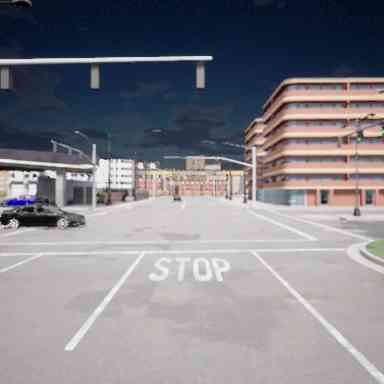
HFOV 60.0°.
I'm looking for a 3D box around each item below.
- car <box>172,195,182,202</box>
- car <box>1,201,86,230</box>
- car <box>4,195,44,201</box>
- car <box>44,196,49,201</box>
[{"bbox_3d":[-3.298,1.417,74.227,2.033,1.411,5.357,0,0,0],"label":"car"},{"bbox_3d":[-9.076,1.540,20.481,4.892,1.490,1.837,1,0,0],"label":"car"},{"bbox_3d":[-23.322,1.219,45.301,4.611,1.667,2.242,0,0,1],"label":"car"},{"bbox_3d":[-24.040,1.371,51.052,3.806,1.475,1.970,0,0,1],"label":"car"}]
